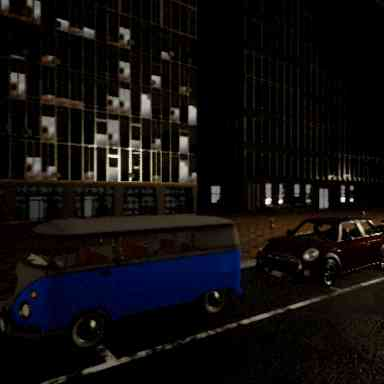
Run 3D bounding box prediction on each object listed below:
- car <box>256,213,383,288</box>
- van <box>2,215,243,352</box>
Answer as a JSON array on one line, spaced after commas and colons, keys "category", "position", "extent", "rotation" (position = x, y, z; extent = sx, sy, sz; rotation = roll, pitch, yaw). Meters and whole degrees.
[{"category": "car", "position": [3.672, 1.440, 9.181], "extent": [4.097, 1.590, 1.967], "rotation": [0, 0, -36]}, {"category": "van", "position": [-0.942, 1.341, 5.888], "extent": [3.998, 1.788, 1.690], "rotation": [0, 0, -36]}]
